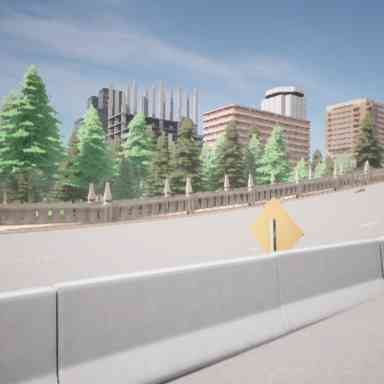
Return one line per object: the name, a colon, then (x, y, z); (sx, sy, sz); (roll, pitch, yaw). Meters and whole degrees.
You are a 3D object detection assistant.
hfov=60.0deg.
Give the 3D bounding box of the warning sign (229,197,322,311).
warning sign: (1.541, 1.036, 6.297); (1.060, 1.860, 1.300); (1, -2, -35)
